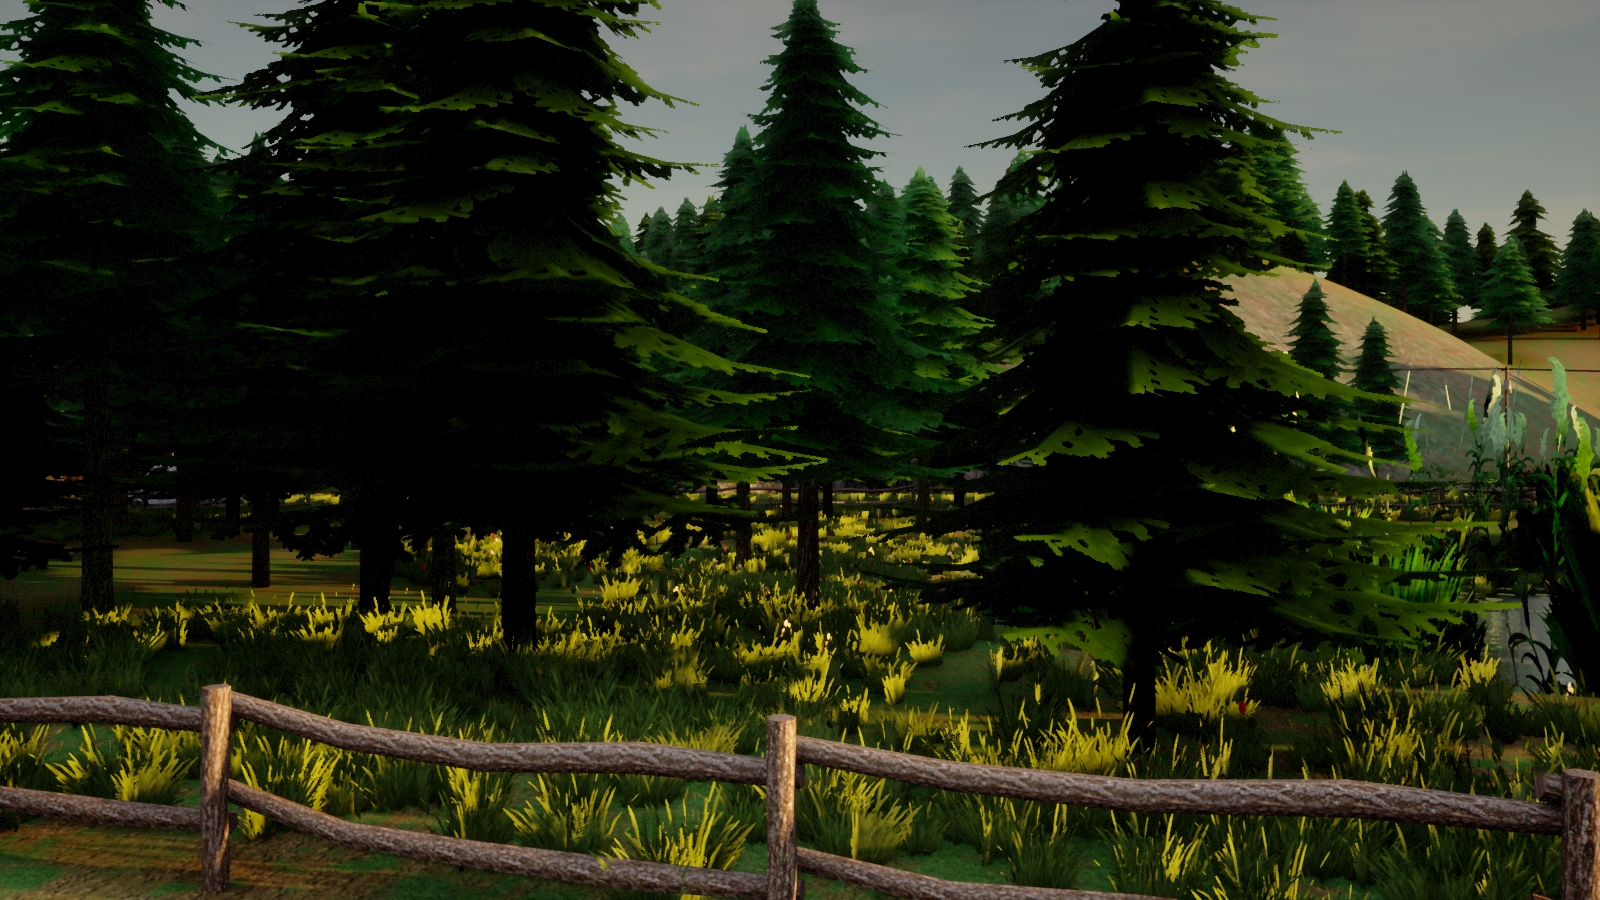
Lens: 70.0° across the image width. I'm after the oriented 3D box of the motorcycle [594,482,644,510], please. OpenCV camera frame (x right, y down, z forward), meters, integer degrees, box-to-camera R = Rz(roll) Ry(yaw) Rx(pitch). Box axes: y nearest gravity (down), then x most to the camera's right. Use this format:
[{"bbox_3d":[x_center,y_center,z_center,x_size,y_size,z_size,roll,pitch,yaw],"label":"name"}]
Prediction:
[{"bbox_3d":[-8.563,2.178,54.110,2.209,1.251,0.867,0,0,14],"label":"motorcycle"}]
